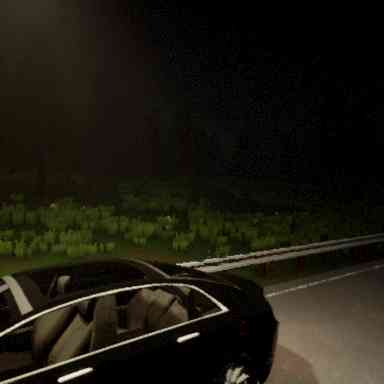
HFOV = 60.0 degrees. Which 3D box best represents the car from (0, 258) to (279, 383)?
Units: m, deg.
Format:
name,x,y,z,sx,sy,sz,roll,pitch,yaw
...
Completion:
name,x,y,z,sx,sy,sz,roll,pitch,yaw
car,-1.279,1.504,3.080,4.892,1.490,1.837,0,0,-35
